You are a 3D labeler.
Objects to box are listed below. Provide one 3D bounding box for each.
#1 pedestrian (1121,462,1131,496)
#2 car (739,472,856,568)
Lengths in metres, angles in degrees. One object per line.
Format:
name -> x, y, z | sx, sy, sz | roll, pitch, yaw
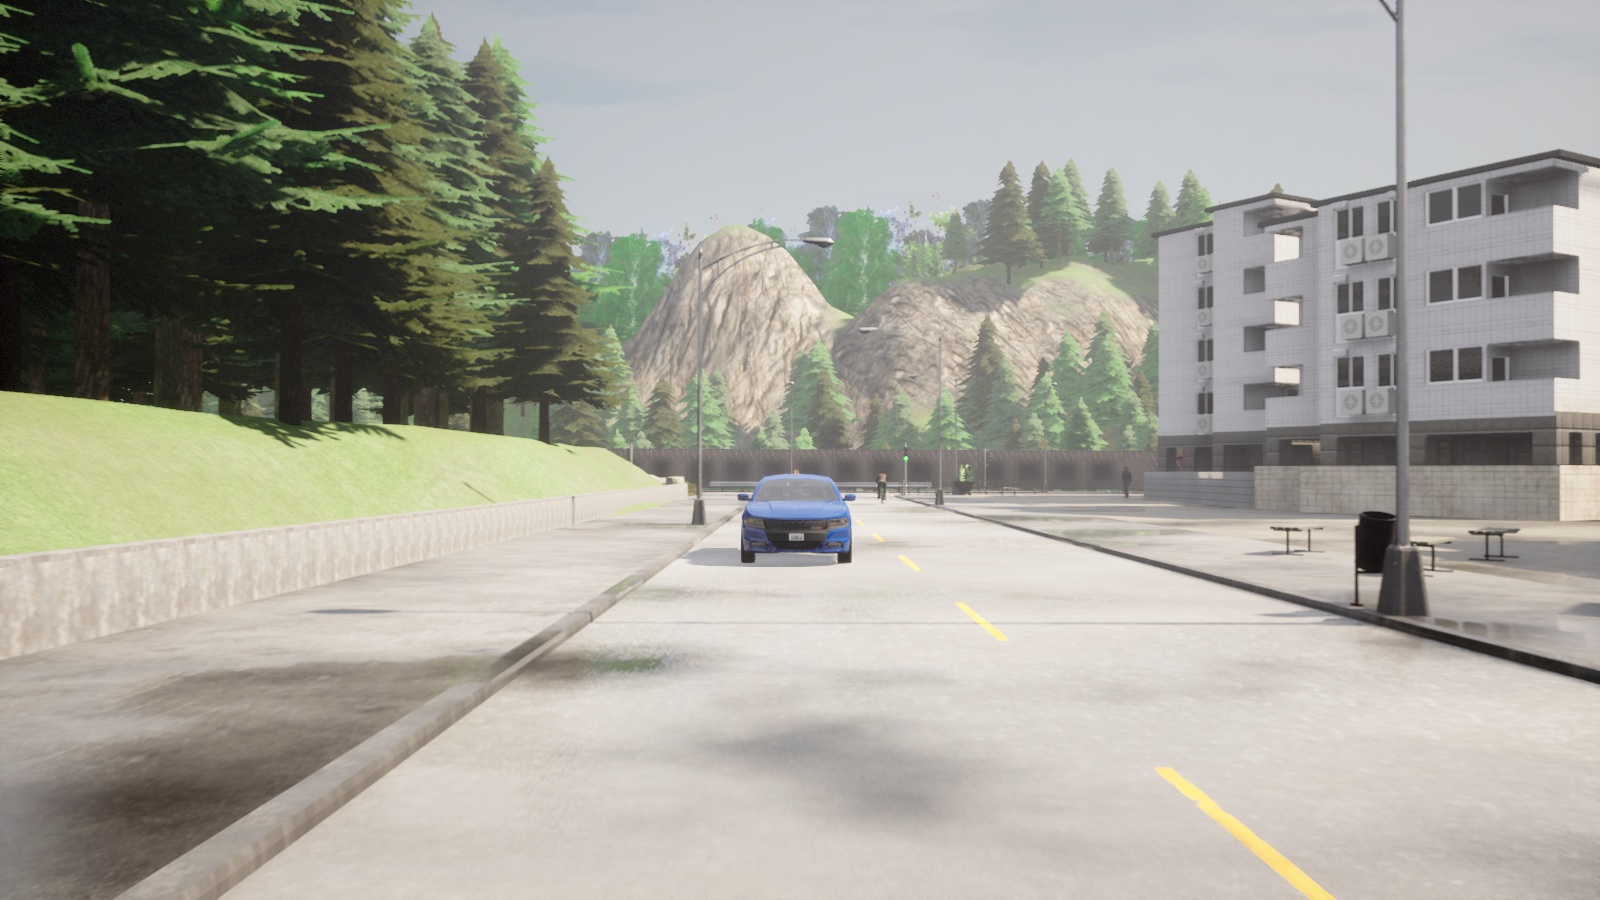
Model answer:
pedestrian -> 18.014, 1.615, 69.448 | 0.353, 1.847, 0.614 | -1, -1, 33
car -> -0.053, 1.174, 22.777 | 1.882, 1.535, 5.008 | 0, -1, 0
